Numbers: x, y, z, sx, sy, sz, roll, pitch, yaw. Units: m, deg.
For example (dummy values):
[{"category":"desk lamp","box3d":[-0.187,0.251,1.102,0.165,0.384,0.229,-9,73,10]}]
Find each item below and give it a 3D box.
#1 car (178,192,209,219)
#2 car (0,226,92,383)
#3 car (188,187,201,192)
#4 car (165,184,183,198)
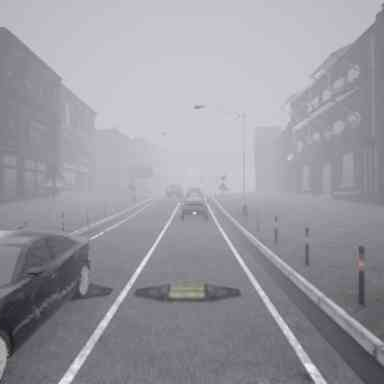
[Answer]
[{"category":"car","box3d":[0.168,1.036,24.198,1.837,1.490,4.892,0,2,0]},{"category":"car","box3d":[-3.090,1.409,5.230,1.882,1.535,5.008,0,2,0]},{"category":"car","box3d":[0.338,0.198,42.442,2.033,1.649,4.856,0,2,1]},{"category":"car","box3d":[-2.557,-0.194,49.346,2.150,2.045,5.566,0,1,3]}]
